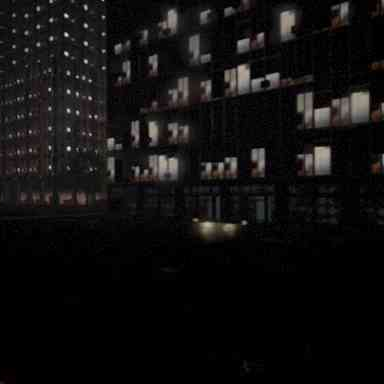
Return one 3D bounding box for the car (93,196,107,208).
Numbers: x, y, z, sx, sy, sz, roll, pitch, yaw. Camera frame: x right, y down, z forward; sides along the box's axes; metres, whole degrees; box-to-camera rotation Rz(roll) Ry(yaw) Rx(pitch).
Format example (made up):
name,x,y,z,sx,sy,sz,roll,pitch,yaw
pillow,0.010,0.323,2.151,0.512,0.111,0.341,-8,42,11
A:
name,x,y,z,sx,sy,sz,roll,pitch,yaw
car,-13.424,1.582,53.339,2.192,1.841,5.009,-1,-1,35
